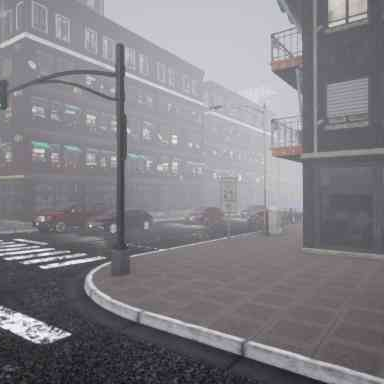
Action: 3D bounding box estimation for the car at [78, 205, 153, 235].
[{"bbox_3d":[-4.561,1.814,21.500,1.837,1.490,4.892,0,-1,35],"label":"car"}]

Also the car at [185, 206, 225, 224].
[{"bbox_3d":[1.294,2.020,29.803,1.812,1.442,4.674,0,-1,35],"label":"car"}]

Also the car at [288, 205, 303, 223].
[{"bbox_3d":[9.030,2.120,30.824,2.008,1.369,4.403,-2,-2,35],"label":"car"}]

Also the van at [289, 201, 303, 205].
[{"bbox_3d":[18.527,2.463,58.822,1.690,1.788,3.998,-2,-2,35],"label":"van"}]

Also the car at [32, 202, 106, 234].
[{"bbox_3d":[-7.647,1.603,21.641,2.192,1.841,5.009,-1,-2,35],"label":"car"}]

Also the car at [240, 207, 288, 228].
[{"bbox_3d":[5.758,2.048,26.174,1.802,1.307,4.206,-2,-2,35],"label":"car"}]

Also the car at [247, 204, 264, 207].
[{"bbox_3d":[7.270,2.189,38.280,1.837,1.490,4.892,0,-1,36],"label":"car"}]
